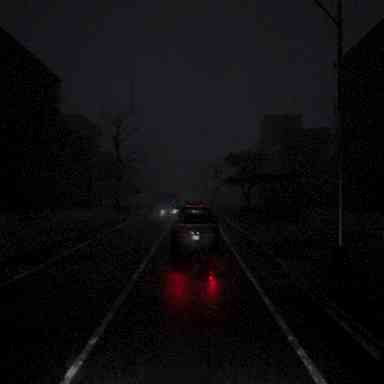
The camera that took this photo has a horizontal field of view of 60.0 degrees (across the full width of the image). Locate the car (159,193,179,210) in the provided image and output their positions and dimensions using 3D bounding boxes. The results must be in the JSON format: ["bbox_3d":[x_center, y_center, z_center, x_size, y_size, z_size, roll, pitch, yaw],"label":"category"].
[{"bbox_3d":[-2.917,1.193,43.049,2.150,2.045,5.566,0,0,0],"label":"car"}]

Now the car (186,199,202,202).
[{"bbox_3d":[0.208,1.400,29.574,2.128,1.511,4.902,0,0,0],"label":"car"}]

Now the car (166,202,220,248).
[{"bbox_3d":[0.145,1.394,14.297,2.128,1.511,4.902,0,0,0],"label":"car"}]
